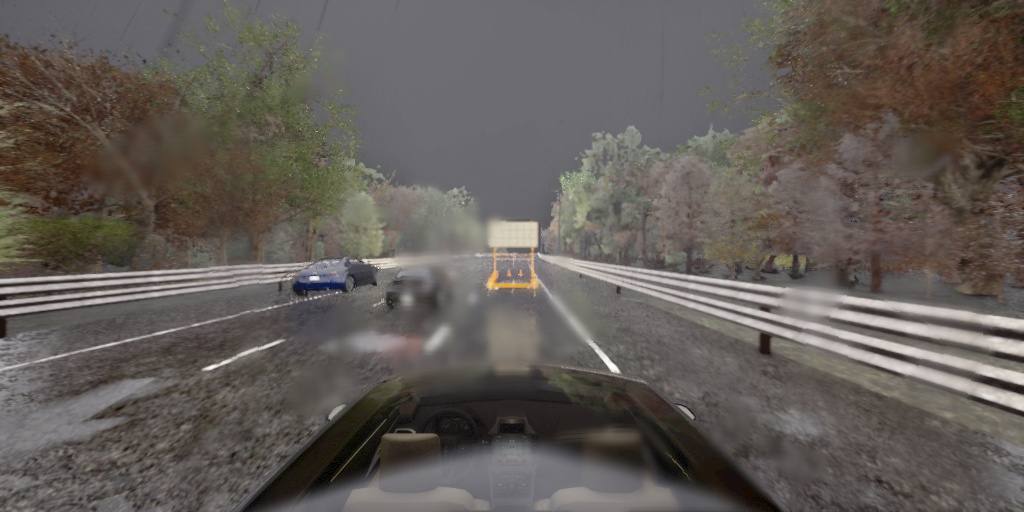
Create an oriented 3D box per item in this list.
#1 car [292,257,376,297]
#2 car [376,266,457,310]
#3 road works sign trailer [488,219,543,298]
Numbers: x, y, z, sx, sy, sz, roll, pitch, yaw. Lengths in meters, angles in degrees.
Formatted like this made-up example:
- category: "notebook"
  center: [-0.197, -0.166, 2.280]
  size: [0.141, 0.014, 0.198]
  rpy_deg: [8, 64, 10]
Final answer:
- category: "car"
  center: [-6.852, 0.733, 14.452]
  size: [1.994, 1.385, 4.181]
  rpy_deg: [-4, 0, 0]
- category: "car"
  center: [-3.338, 1.116, 13.921]
  size: [1.837, 1.490, 4.892]
  rpy_deg: [0, 1, 0]
- category: "road works sign trailer"
  center: [0.082, 0.038, 17.234]
  size: [2.380, 3.560, 2.880]
  rpy_deg: [0, 0, 1]
